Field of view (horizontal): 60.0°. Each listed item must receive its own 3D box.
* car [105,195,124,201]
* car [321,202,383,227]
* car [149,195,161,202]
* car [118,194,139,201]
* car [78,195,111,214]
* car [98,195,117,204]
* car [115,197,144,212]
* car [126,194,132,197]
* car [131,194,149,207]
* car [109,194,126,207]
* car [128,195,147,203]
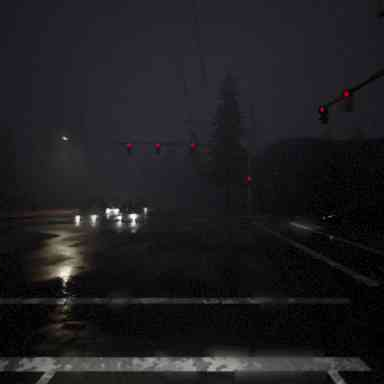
[{"bbox_3d":[-17.765,1.345,76.035,4.718,1.301,1.895,0,0,43],"label":"car"},{"bbox_3d":[11.024,1.464,21.727,4.892,1.490,1.837,0,0,0],"label":"car"},{"bbox_3d":[-8.362,1.392,70.224,2.128,1.511,4.902,0,0,-35],"label":"car"},{"bbox_3d":[-14.950,1.228,78.185,4.902,1.511,2.128,0,0,43],"label":"car"},{"bbox_3d":[-10.305,1.412,34.711,1.882,1.535,5.008,0,0,-1],"label":"car"},{"bbox_3d":[-15.862,1.374,62.180,2.128,1.511,4.902,0,0,-29],"label":"car"},{"bbox_3d":[-6.822,1.531,36.951,1.895,1.301,4.718,0,0,-1],"label":"car"},{"bbox_3d":[-12.251,1.359,62.851,1.882,1.535,5.008,0,0,-27],"label":"car"},{"bbox_3d":[-7.558,1.414,48.458,1.837,1.490,4.892,0,0,-9],"label":"car"},{"bbox_3d":[-10.717,1.405,45.672,2.128,1.511,4.902,0,0,-6],"label":"car"},{"bbox_3d":[-11.201,1.376,68.181,1.837,1.490,4.892,0,0,-35],"label":"car"}]
